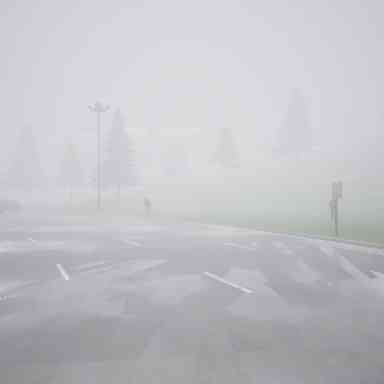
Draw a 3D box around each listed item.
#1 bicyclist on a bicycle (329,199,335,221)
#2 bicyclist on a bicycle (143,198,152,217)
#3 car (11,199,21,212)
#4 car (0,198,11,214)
[{"bbox_3d":[10.282,1.304,24.237,0.582,1.620,1.656,0,-2,16],"label":"bicyclist on a bicycle"},{"bbox_3d":[-3.854,1.319,28.747,0.582,1.620,1.656,-7,0,-33],"label":"bicyclist on a bicycle"},{"bbox_3d":[-21.679,1.498,37.819,4.892,1.490,1.837,0,0,26],"label":"car"},{"bbox_3d":[-20.816,1.520,33.536,4.674,1.442,1.812,0,0,28],"label":"car"}]
